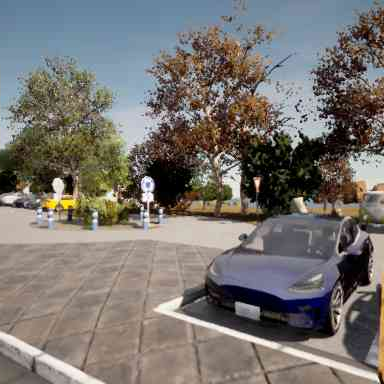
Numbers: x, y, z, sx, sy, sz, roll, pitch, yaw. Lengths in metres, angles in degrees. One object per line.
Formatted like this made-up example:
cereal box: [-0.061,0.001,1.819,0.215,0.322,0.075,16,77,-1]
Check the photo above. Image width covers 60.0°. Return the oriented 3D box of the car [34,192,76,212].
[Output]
car: [-12.291,1.055,32.724,2.097,1.535,5.008,2,1,36]

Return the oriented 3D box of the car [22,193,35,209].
car: [-14.508,0.840,34.378,2.185,1.767,4.553,2,1,36]

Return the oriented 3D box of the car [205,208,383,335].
car: [2.152,1.182,6.369,2.163,1.488,4.792,2,1,36]

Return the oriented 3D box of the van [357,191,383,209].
van: [9.726,0.921,16.913,1.878,1.987,4.442,2,2,36]

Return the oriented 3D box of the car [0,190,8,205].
car: [-18.913,0.831,37.534,2.002,1.452,4.674,2,1,36]

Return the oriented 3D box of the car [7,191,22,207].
car: [-16.688,0.910,35.886,2.163,1.488,4.792,2,1,36]
